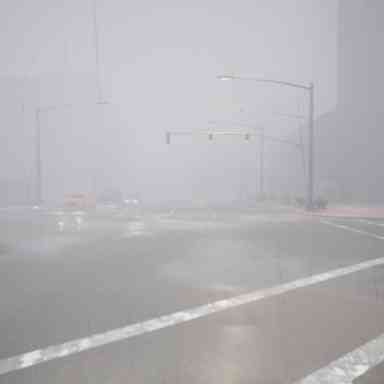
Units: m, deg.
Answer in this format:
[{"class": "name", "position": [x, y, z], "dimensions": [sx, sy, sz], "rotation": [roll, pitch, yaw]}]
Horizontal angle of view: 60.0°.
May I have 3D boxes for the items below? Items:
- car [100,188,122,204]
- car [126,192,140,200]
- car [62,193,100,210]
[{"class": "car", "position": [-10.614, 0.448, 43.388], "dimensions": [2.150, 2.045, 5.566], "rotation": [0, 0, 0]}, {"class": "car", "position": [-10.546, 0.682, 59.494], "dimensions": [1.895, 1.301, 4.718], "rotation": [0, 1, 0]}, {"class": "car", "position": [-10.609, 0.837, 31.556], "dimensions": [1.882, 1.535, 5.008], "rotation": [0, 1, 0]}]
